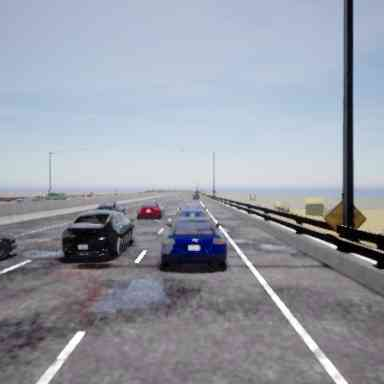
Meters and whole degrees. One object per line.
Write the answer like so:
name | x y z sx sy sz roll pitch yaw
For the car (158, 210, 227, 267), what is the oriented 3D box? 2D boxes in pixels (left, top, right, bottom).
car | 0.068 1.525 11.276 1.994 1.385 4.181 0 0 0

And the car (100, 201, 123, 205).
car | -6.917 1.472 28.411 1.994 1.385 4.181 0 0 0

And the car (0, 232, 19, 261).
car | -6.952 1.518 9.072 2.033 1.411 5.357 0 0 1

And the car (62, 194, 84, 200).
car | -17.546 1.382 51.078 2.033 1.411 5.357 0 0 1

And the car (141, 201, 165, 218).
car | -3.418 1.472 28.246 1.994 1.385 4.181 0 0 0

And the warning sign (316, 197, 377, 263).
warning sign | 4.558 1.083 9.931 1.300 1.860 1.060 0 0 0

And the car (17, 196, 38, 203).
car | -24.535 1.383 50.759 2.033 1.411 5.357 0 0 1

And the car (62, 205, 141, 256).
car | -3.423 1.464 12.913 1.837 1.490 4.892 0 1 0

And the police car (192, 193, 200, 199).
police car | 1.076 1.148 85.049 1.930 1.638 5.238 0 0 0

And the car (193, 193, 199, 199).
car | 1.079 1.144 95.129 1.801 1.575 5.366 0 0 0

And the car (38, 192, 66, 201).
car | -21.041 1.054 51.227 2.150 2.045 5.566 0 0 1

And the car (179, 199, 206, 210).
car | 0.053 1.469 24.059 2.033 1.411 5.357 0 0 1
